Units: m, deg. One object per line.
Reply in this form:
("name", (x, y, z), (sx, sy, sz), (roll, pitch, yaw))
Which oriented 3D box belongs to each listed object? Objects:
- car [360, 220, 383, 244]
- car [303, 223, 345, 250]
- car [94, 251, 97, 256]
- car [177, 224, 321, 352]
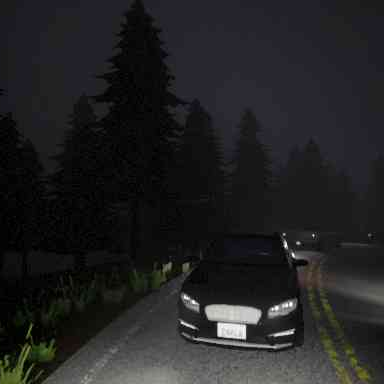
("car", (15.846, 3.224, 26.456), (5.566, 2.045, 2.150), (8, -8, -28))
("car", (6.504, 2.308, 17.699), (1.895, 1.301, 4.718), (-3, -6, 39))
("car", (-20.260, 13.647, 72.972), (4.181, 1.381, 1.994), (-2, -5, 31))
("car", (1.133, 1.561, 6.602), (2.128, 1.511, 4.902), (-1, -2, 15))
